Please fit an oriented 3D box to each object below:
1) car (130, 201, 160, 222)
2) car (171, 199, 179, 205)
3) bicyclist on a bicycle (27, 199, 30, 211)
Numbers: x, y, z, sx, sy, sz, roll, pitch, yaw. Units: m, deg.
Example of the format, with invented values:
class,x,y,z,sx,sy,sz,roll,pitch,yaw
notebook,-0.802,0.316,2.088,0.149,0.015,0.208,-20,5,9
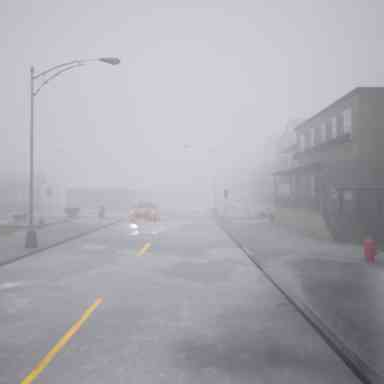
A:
class,x,y,z,sx,sy,sz,roll,pitch,yaw
car,-4.006,1.622,28.917,2.097,1.767,4.553,0,0,0
car,-4.012,2.401,79.050,1.812,1.442,4.674,0,-1,0
bicyclist on a bicycle,-21.749,1.769,44.562,0.582,1.620,1.656,0,0,0
